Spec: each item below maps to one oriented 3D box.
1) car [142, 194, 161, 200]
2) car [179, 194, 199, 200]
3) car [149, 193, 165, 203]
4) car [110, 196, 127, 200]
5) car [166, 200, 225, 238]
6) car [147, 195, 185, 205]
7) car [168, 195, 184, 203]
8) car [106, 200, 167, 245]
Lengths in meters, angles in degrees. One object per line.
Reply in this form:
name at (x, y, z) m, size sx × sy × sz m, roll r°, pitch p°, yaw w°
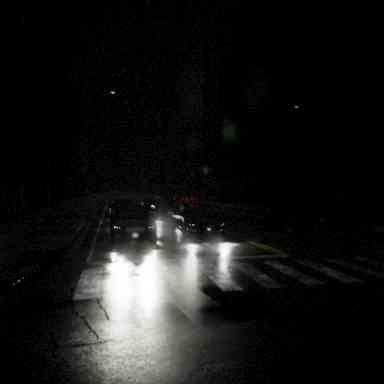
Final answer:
car at (-4.518, 1.240, 36.072) m, size 2.033 × 1.411 × 5.357 m, roll 1°, pitch 0°, yaw -14°
car at (-0.495, 1.019, 47.609) m, size 2.097 × 1.767 × 4.553 m, roll 1°, pitch 0°, yaw -13°
car at (-6.016, 1.042, 56.406) m, size 2.128 × 1.511 × 4.902 m, roll 1°, pitch 0°, yaw -14°
car at (-5.373, 1.289, 25.801) m, size 2.033 × 1.411 × 5.357 m, roll 1°, pitch 0°, yaw -14°
car at (0.165, 1.356, 16.745) m, size 1.837 × 1.490 × 4.892 m, roll 1°, pitch 0°, yaw -14°
car at (-2.213, 1.278, 26.559) m, size 1.837 × 1.490 × 4.892 m, roll 1°, pitch 0°, yaw -14°
car at (-2.867, 1.181, 57.203) m, size 1.895 × 1.301 × 4.718 m, roll 1°, pitch 0°, yaw -14°
car at (-2.679, 1.322, 14.709) m, size 2.128 × 1.511 × 4.902 m, roll 1°, pitch 0°, yaw -14°
